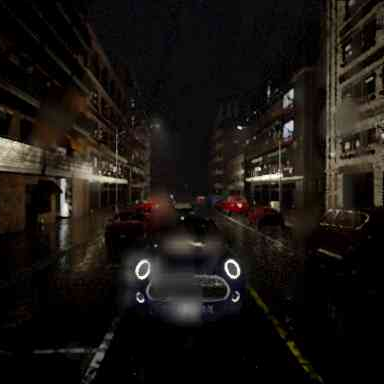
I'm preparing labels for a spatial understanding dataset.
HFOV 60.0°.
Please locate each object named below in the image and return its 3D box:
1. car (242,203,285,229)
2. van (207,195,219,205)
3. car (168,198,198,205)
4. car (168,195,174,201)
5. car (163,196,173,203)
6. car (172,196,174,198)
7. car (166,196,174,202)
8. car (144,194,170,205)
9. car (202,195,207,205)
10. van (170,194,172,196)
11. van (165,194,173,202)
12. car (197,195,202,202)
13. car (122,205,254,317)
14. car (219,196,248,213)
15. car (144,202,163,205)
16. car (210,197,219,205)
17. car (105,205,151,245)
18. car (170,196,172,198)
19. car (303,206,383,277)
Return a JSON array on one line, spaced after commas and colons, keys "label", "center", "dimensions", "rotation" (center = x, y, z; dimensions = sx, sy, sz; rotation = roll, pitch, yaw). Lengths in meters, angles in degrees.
[{"label": "car", "center": [4.756, 1.618, 21.618], "dimensions": [1.802, 1.307, 4.206], "rotation": [-1, 0, -2]}, {"label": "van", "center": [3.660, 1.419, 49.919], "dimensions": [1.690, 1.788, 3.998], "rotation": [-1, 0, -2]}, {"label": "car", "center": [-0.770, 1.517, 27.250], "dimensions": [1.882, 1.535, 5.008], "rotation": [0, 0, -2]}, {"label": "car", "center": [-5.950, 1.663, 94.647], "dimensions": [1.752, 1.417, 4.829], "rotation": [-1, 0, -2]}, {"label": "car", "center": [-5.084, 1.654, 72.228], "dimensions": [2.008, 1.369, 4.403], "rotation": [-1, 0, -2]}, {"label": "car", "center": [-4.650, 1.527, 60.934], "dimensions": [1.967, 1.590, 4.097], "rotation": [-1, 0, -2]}, {"label": "car", "center": [-5.520, 1.687, 83.523], "dimensions": [1.947, 1.339, 4.313], "rotation": [-1, 0, -2]}, {"label": "car", "center": [-3.561, 1.360, 32.698], "dimensions": [2.192, 1.841, 5.009], "rotation": [-1, 0, -2]}, {"label": "car", "center": [3.442, 1.402, 55.579], "dimensions": [2.192, 1.841, 5.009], "rotation": [-1, 0, -2]}, {"label": "van", "center": [-4.215, 1.411, 49.640], "dimensions": [1.690, 1.788, 3.998], "rotation": [-1, 0, -2]}, {"label": "van", "center": [-5.305, 1.453, 77.876], "dimensions": [1.690, 1.788, 3.998], "rotation": [-1, 0, -2]}, {"label": "car", "center": [2.351, 1.569, 83.880], "dimensions": [1.967, 1.590, 4.097], "rotation": [-1, 0, -2]}, {"label": "car", "center": [-0.113, 1.363, 7.752], "dimensions": [2.097, 1.767, 4.553], "rotation": [0, 0, -1]}, {"label": "car", "center": [4.316, 1.368, 32.938], "dimensions": [2.192, 1.841, 5.009], "rotation": [-1, 0, -2]}, {"label": "car", "center": [-3.122, 1.572, 21.405], "dimensions": [1.887, 1.381, 4.507], "rotation": [-1, 0, -2]}, {"label": "car", "center": [3.882, 1.652, 44.259], "dimensions": [1.802, 1.307, 4.206], "rotation": [-1, 0, -2]}, {"label": "car", "center": [-2.904, 1.564, 15.757], "dimensions": [1.887, 1.381, 4.507], "rotation": [-1, 0, -2]}, {"label": "car", "center": [-3.988, 1.586, 43.823], "dimensions": [1.752, 1.417, 4.829], "rotation": [-1, 0, -2]}, {"label": "car", "center": [5.190, 1.335, 10.298], "dimensions": [2.192, 1.841, 5.009], "rotation": [-1, 0, -2]}]
